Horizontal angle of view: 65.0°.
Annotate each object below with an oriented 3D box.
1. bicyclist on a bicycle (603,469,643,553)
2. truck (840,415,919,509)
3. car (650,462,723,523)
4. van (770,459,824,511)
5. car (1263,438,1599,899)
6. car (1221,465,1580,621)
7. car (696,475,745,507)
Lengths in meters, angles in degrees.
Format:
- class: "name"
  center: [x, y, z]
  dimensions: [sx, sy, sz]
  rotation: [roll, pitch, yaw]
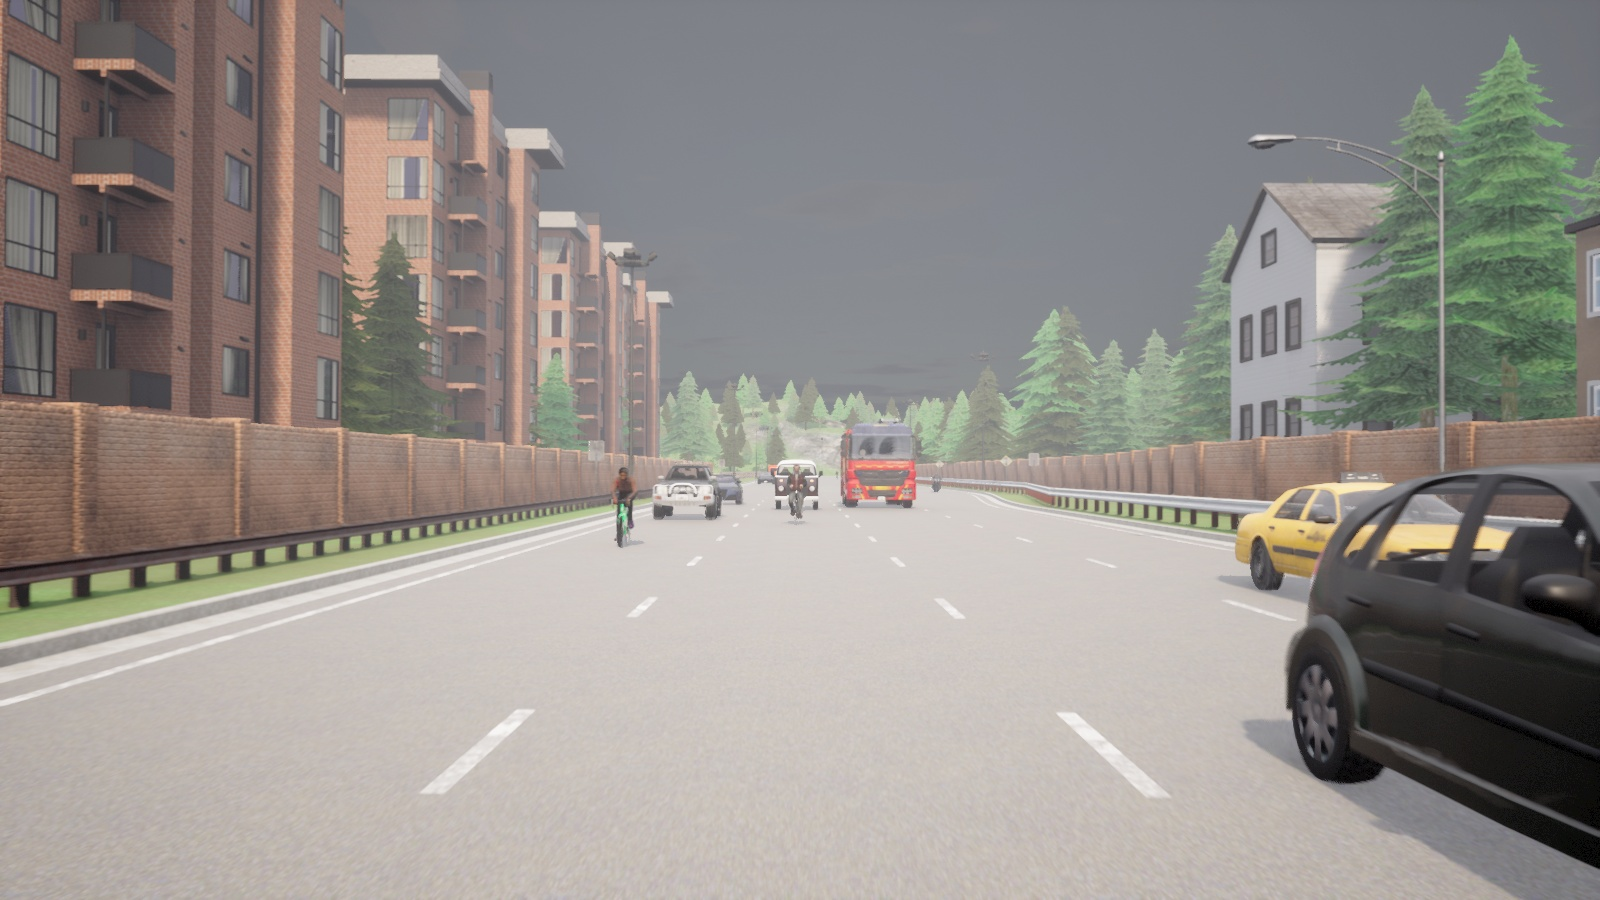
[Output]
- class: "bicyclist on a bicycle"
  center: [-3.562, 1.207, 25.411]
  dimensions: [0.582, 1.620, 1.656]
  rotation: [0, -1, 0]
- class: "truck"
  center: [3.362, 0.562, 55.325]
  dimensions: [2.891, 3.827, 8.468]
  rotation: [0, -1, 0]
- class: "car"
  center: [-3.600, 1.325, 40.594]
  dimensions: [1.932, 1.855, 4.605]
  rotation: [0, -1, 0]
- class: "van"
  center: [-0.125, 1.394, 51.079]
  dimensions: [2.069, 2.038, 4.480]
  rotation: [0, -1, 0]
- class: "car"
  center: [3.486, 0.781, 4.920]
  dimensions: [1.851, 1.617, 3.988]
  rotation: [0, -1, 0]
- class: "car"
  center: [6.962, 0.983, 15.366]
  dimensions: [1.801, 1.575, 5.366]
  rotation: [0, -1, 0]
- class: "car"
  center: [-3.640, 1.863, 57.934]
  dimensions: [1.994, 1.385, 4.181]
  rotation: [0, -1, 0]
